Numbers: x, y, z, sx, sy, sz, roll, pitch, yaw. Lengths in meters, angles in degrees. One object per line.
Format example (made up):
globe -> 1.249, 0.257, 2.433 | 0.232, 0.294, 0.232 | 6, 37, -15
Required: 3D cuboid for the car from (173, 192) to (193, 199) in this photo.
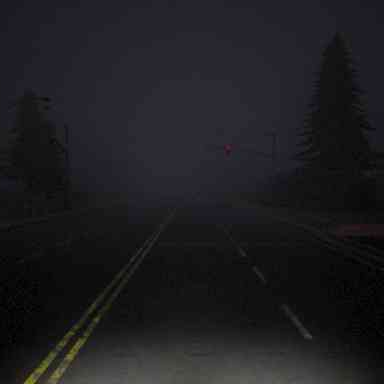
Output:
car -> -1.826, 0.788, 67.273 | 4.181, 1.385, 1.994 | 0, 1, -2
